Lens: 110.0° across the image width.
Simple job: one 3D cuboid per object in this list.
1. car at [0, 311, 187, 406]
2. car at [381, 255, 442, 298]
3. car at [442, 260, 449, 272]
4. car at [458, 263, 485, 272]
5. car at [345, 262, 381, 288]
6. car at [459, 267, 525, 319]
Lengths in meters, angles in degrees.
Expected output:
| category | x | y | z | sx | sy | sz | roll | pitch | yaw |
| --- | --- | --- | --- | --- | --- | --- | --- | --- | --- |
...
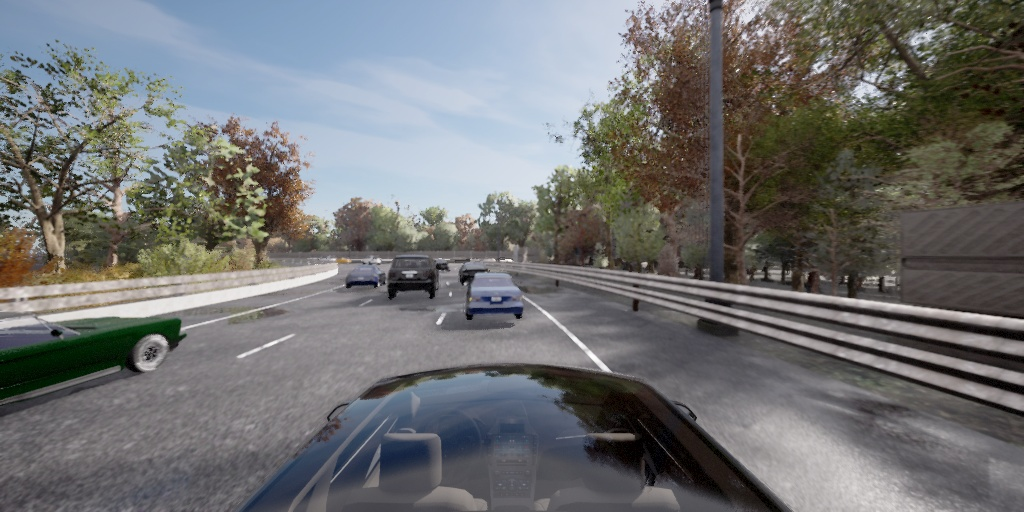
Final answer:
| category | x | y | z | sx | sy | sz | roll | pitch | yaw |
| --- | --- | --- | --- | --- | --- | --- | --- | --- | --- |
| car | -7.078 | 1.369 | 4.649 | 1.895 | 1.301 | 4.718 | 0 | 0 | -2 |
| car | -4.960 | 0.964 | 18.510 | 2.150 | 2.045 | 5.566 | 0 | 0 | -9 |
| car | -9.232 | 1.223 | 45.221 | 1.837 | 1.490 | 4.892 | 0 | 0 | -22 |
| car | -2.805 | 1.203 | 25.735 | 1.882 | 1.535 | 5.008 | 0 | 0 | -11 |
| car | -9.537 | 1.314 | 23.683 | 1.994 | 1.385 | 4.181 | 0 | 0 | -11 |
| car | -0.740 | 1.284 | 12.842 | 2.033 | 1.411 | 5.357 | 0 | 0 | -6 |
